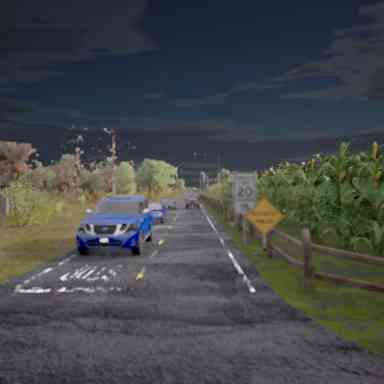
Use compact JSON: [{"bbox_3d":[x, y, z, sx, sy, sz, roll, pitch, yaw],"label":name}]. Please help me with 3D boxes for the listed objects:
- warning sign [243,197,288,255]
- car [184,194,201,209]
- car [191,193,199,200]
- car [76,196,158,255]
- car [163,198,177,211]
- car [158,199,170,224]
[{"bbox_3d":[2.441,1.106,11.233,1.300,1.860,1.060,0,0,0],"label":"warning sign"},{"bbox_3d":[0.082,1.445,43.896,1.837,1.490,4.892,0,0,0],"label":"car"},{"bbox_3d":[0.867,1.159,86.192,2.097,1.767,4.553,0,0,1],"label":"car"},{"bbox_3d":[-2.857,1.215,13.563,2.150,2.045,5.566,0,0,0],"label":"car"},{"bbox_3d":[-2.834,1.459,39.871,1.837,1.490,4.892,0,0,0],"label":"car"},{"bbox_3d":[-2.856,1.507,24.595,1.812,1.442,4.674,0,0,0],"label":"car"}]
